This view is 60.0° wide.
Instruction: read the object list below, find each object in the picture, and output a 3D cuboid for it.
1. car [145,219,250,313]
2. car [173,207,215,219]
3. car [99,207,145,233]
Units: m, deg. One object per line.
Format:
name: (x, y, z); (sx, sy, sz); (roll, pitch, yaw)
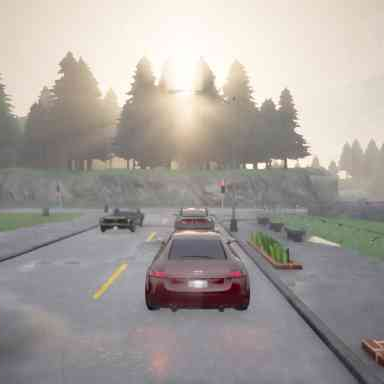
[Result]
car: (0.103, 1.564, 7.774); (1.994, 1.385, 4.181); (0, 0, 0)
car: (0.105, 1.505, 16.686); (1.837, 1.490, 4.892); (0, 0, 0)
car: (-4.050, 1.601, 19.835); (1.895, 1.301, 4.718); (0, 0, 1)
